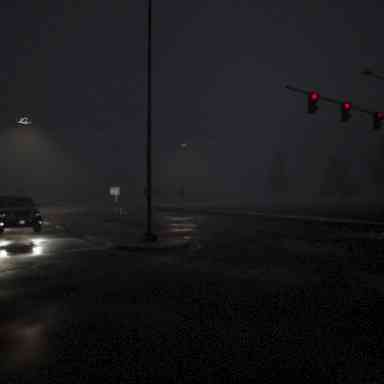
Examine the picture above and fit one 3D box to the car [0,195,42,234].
[{"bbox_3d":[-10.535,1.240,19.799,2.150,2.045,5.566,0,0,-35],"label":"car"}]
